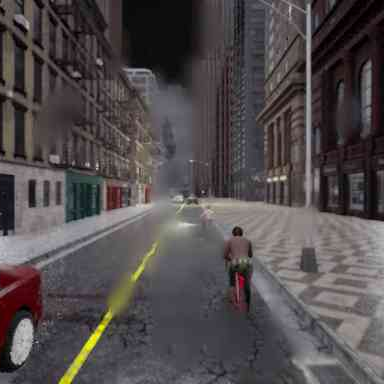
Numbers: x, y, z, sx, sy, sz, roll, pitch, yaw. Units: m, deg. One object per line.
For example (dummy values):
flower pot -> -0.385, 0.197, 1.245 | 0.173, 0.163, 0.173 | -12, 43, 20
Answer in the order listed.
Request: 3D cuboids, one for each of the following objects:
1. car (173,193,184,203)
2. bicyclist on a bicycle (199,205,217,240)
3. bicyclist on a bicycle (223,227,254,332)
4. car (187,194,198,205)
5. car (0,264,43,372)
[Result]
car -> -2.985, 1.332, 73.734 | 2.150, 2.045, 5.566 | 0, 0, 0
bicyclist on a bicycle -> 0.789, 1.438, 16.136 | 0.866, 1.612, 1.509 | 0, 0, 0
bicyclist on a bicycle -> 0.828, 1.453, 5.875 | 0.582, 1.620, 1.656 | 0, 0, 0
car -> 0.112, 1.583, 61.212 | 1.837, 1.490, 4.892 | 0, 0, 0
car -> -3.099, 1.477, 2.817 | 1.882, 1.535, 5.008 | 0, 0, 0
